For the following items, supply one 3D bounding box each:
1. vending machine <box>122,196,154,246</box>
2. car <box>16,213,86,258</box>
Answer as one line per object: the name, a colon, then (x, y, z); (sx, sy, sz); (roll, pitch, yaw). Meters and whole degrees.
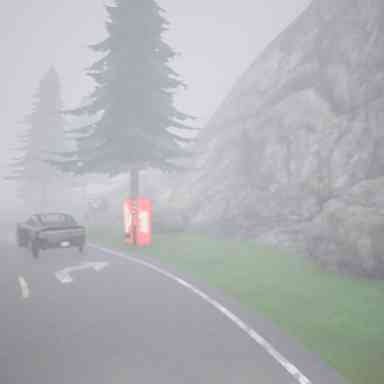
vending machine: (-2.404, 1.240, 14.801); (1.100, 2.100, 0.880); (-1, 0, -37)
car: (-5.790, 1.597, 13.413); (2.128, 1.511, 4.902); (-1, 0, -36)
